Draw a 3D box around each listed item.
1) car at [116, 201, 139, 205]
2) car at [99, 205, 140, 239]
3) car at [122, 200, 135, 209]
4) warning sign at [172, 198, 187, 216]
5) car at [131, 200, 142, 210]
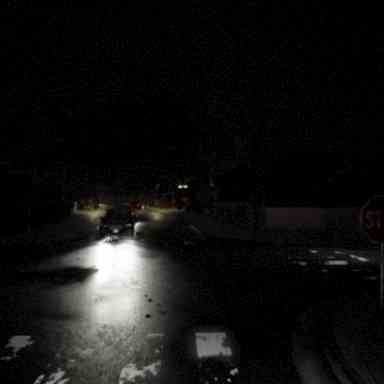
[{"bbox_3d":[-6.349,1.899,31.587,1.882,1.535,5.008,0,-1,-12],"label":"car"},{"bbox_3d":[-4.255,1.751,19.406,2.128,1.511,4.902,0,-1,-9],"label":"car"},{"bbox_3d":[-12.142,2.311,63.359,2.128,1.511,4.902,0,-1,-15],"label":"car"},{"bbox_3d":[-1.271,1.540,34.146,1.300,1.860,1.060,1,0,-12],"label":"warning sign"},{"bbox_3d":[-9.177,2.192,53.488,1.837,1.490,4.892,0,-1,-16],"label":"car"}]
